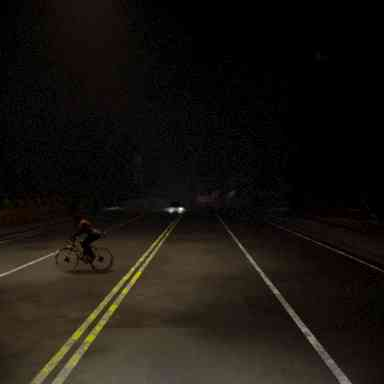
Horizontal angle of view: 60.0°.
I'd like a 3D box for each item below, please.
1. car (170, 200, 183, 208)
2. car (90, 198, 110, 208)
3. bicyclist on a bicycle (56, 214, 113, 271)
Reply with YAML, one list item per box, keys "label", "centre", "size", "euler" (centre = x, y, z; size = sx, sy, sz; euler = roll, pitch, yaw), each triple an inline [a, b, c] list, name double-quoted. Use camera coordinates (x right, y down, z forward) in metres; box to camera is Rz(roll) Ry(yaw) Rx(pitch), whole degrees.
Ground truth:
- label: "car"
  centre: [-2.487, 1.858, 53.482]
  size: [1.895, 1.301, 4.718]
  euler: [0, -3, 1]
- label: "car"
  centre: [-13.944, 1.526, 46.805]
  size: [4.674, 1.442, 1.812]
  euler: [0, 0, 1]
- label: "bicyclist on a bicycle"
  centre: [-3.062, 1.453, 9.439]
  size: [1.656, 1.620, 0.582]
  euler: [-1, 0, 1]
